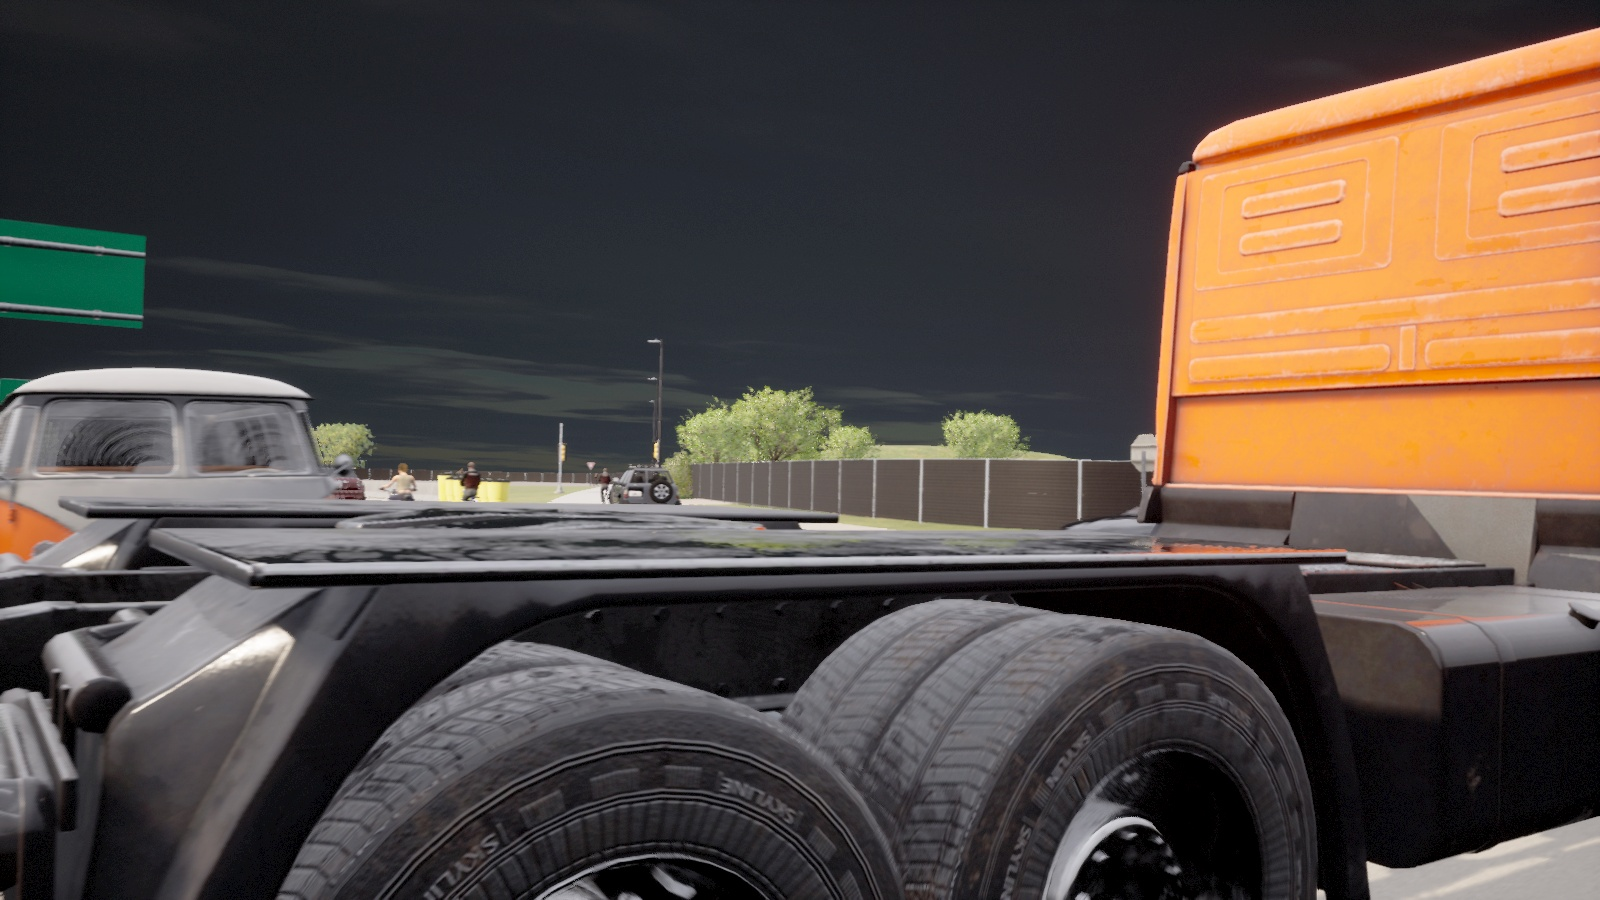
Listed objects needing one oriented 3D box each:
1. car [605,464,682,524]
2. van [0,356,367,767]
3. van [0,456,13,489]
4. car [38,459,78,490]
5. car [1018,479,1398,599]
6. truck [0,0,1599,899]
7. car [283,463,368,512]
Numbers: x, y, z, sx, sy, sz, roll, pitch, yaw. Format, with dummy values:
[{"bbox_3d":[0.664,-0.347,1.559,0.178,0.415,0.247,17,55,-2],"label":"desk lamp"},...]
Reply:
[{"bbox_3d":[-5.291,1.443,42.015,1.932,1.855,4.605,1,-1,-15],"label":"car"},{"bbox_3d":[-4.398,0.548,8.386,1.775,1.987,4.442,0,0,-34],"label":"van"},{"bbox_3d":[-51.219,1.380,79.581,2.069,2.038,4.480,3,-2,-33],"label":"van"},{"bbox_3d":[-47.170,1.564,79.786,1.905,1.878,3.866,3,-2,-33],"label":"car"},{"bbox_3d":[5.791,1.211,17.837,4.902,1.511,2.128,2,-1,-23],"label":"car"},{"bbox_3d":[1.191,-0.151,4.536,7.936,3.462,2.891,2,-2,-35],"label":"truck"},{"bbox_3d":[-18.575,1.441,49.047,2.097,1.767,4.553,3,-2,-33],"label":"car"}]
